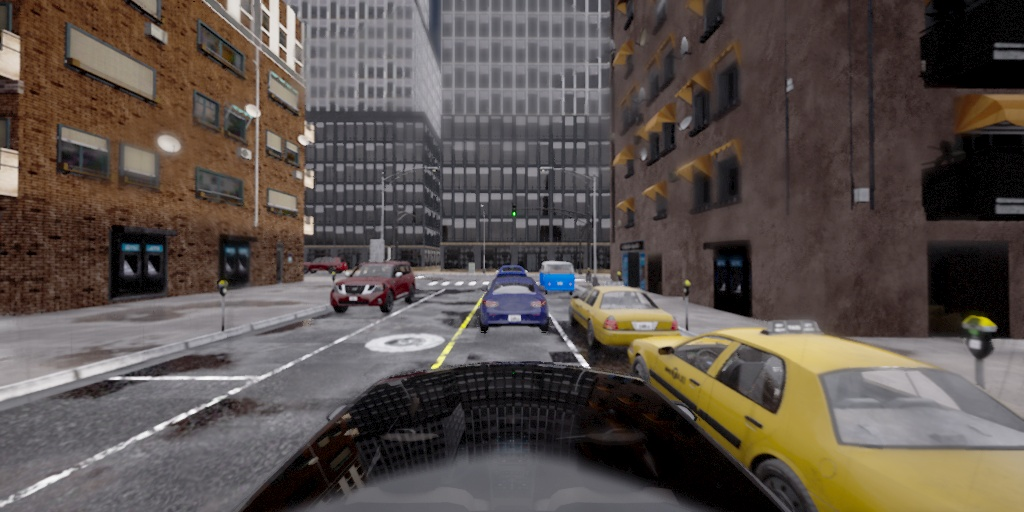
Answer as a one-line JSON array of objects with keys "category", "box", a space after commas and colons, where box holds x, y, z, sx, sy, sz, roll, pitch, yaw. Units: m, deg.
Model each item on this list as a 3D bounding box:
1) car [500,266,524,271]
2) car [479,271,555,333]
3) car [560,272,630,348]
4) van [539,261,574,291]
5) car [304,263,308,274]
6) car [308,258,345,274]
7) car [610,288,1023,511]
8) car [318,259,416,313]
[{"category": "car", "box": [-0.010, 1.363, 23.316, 1.882, 1.535, 5.008, 0, 0, 0]}, {"category": "car", "box": [0.052, 1.332, 10.861, 1.812, 1.442, 4.674, 0, 0, 0]}, {"category": "car", "box": [2.531, 1.320, 9.196, 1.751, 1.417, 4.829, 0, 0, 0]}, {"category": "van", "box": [2.464, 1.207, 20.306, 1.690, 1.789, 3.998, 0, 0, 0]}, {"category": "car", "box": [-21.014, 1.265, 31.989, 4.207, 1.307, 1.802, 0, 0, -1]}, {"category": "car", "box": [-21.104, 1.092, 40.128, 5.009, 1.841, 2.192, 0, 0, -1]}, {"category": "car", "box": [2.564, 1.285, 3.556, 1.751, 1.417, 4.829, 0, 0, 0]}, {"category": "car", "box": [-5.382, 1.145, 14.620, 2.192, 1.841, 5.009, 0, 0, 0]}]
